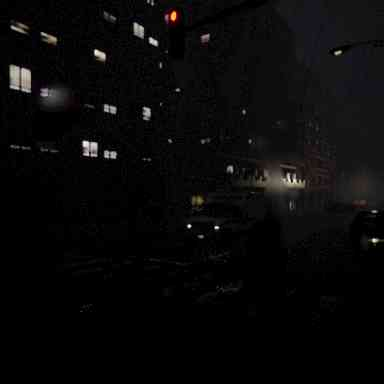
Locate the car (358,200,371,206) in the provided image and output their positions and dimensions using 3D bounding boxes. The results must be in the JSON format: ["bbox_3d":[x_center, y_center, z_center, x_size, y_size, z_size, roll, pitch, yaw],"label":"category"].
[{"bbox_3d":[32.509,2.467,64.412,2.192,1.841,5.009,-2,-2,35],"label":"car"}]

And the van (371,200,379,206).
[{"bbox_3d":[45.529,2.848,82.882,1.690,1.788,3.998,-2,-2,35],"label":"van"}]

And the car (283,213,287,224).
[{"bbox_3d":[6.302,1.967,27.379,1.752,1.417,4.829,-2,-2,35],"label":"car"}]

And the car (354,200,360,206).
[{"bbox_3d":[25.983,2.519,55.184,1.887,1.381,4.507,-2,-2,35],"label":"car"}]

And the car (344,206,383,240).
[{"bbox_3d":[9.924,1.742,18.109,1.967,1.590,4.097,-2,-2,35],"label":"car"}]

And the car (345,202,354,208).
[{"bbox_3d":[22.719,2.326,50.576,1.967,1.590,4.097,-2,-2,35],"label":"car"}]

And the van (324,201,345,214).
[{"bbox_3d":[19.454,2.139,45.967,1.690,1.788,3.998,-2,-2,35],"label":"van"}]

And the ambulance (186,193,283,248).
[{"bbox_3d":[2.218,1.286,16.995,2.351,2.431,6.366,0,-1,35],"label":"ambulance"}]
